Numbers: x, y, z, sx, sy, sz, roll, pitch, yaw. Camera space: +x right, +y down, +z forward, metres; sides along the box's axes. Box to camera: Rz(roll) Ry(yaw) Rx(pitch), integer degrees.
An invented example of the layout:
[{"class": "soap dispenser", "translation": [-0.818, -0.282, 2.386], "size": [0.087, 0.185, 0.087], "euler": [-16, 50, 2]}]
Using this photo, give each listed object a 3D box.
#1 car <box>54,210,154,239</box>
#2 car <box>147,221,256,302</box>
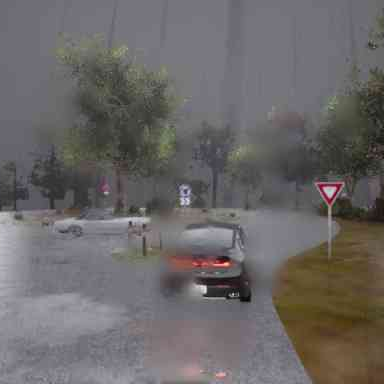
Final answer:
[{"class": "car", "translation": [-4.324, 1.600, 16.951], "size": [4.718, 1.301, 1.895], "euler": [0, 0, -3]}, {"class": "car", "translation": [0.585, 1.504, 8.372], "size": [1.837, 1.490, 4.892], "euler": [0, 0, 11]}]
